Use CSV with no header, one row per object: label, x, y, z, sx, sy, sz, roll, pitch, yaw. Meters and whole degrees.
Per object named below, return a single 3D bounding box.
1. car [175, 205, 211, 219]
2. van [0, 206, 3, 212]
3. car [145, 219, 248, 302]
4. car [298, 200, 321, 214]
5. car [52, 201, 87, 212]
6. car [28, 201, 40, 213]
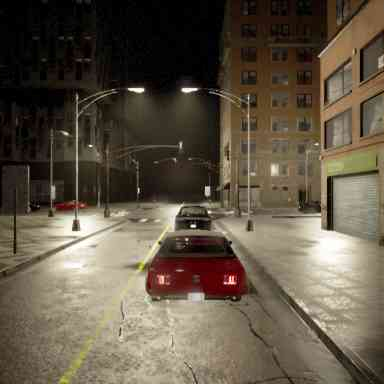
car,0.054,1.474,18.362,1.882,1.535,5.008,0,0,0
van,-20.193,1.426,30.716,3.998,1.788,1.690,0,0,0
car,0.079,1.601,8.213,1.895,1.301,4.718,0,0,0
car,12.032,1.415,30.761,4.313,1.339,1.947,0,0,0
car,-14.564,1.702,39.248,4.206,1.307,1.802,0,0,0
car,-20.212,1.726,39.240,4.313,1.339,1.947,0,0,0
